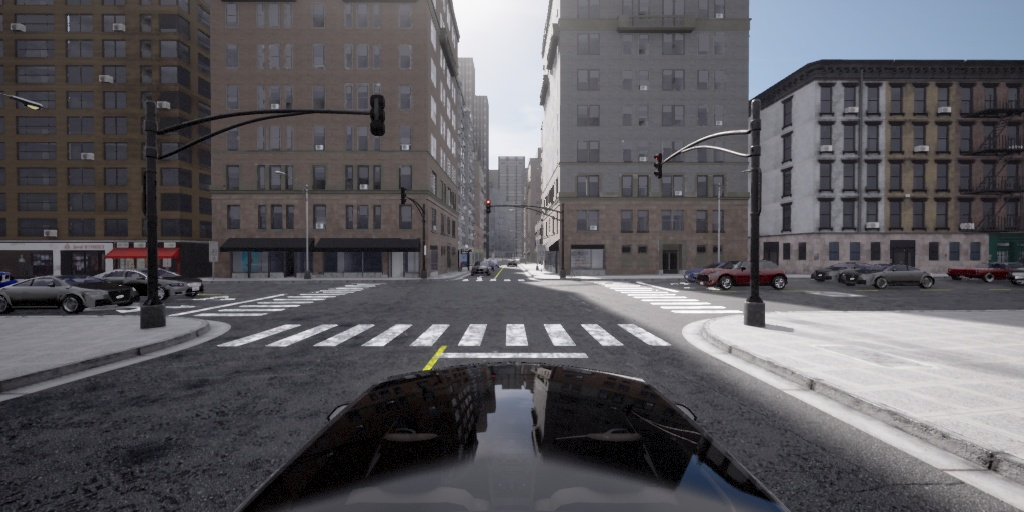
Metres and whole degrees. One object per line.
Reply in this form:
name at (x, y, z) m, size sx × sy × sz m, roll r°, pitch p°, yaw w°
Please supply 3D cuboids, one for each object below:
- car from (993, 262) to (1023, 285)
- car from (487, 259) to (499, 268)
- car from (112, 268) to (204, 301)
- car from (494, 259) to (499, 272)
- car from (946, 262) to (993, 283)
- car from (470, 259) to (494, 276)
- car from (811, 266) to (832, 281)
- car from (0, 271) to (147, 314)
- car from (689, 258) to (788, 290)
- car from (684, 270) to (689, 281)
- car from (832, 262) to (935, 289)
car at (32.383, 1.002, 21.148) m, size 4.902 × 1.511 × 2.128 m, roll 0°, pitch 1°, yaw 0°
car at (-3.121, 1.303, 60.319) m, size 1.812 × 1.442 × 4.674 m, roll 0°, pitch 0°, yaw 0°
car at (-17.799, 1.335, 17.453) m, size 4.902 × 1.511 × 2.128 m, roll 0°, pitch 1°, yaw 1°
car at (-3.124, 1.362, 47.013) m, size 1.895 × 1.301 × 4.718 m, roll 0°, pitch 0°, yaw 0°
car at (32.837, 1.073, 24.400) m, size 4.718 × 1.301 × 1.895 m, roll 0°, pitch 1°, yaw 0°
car at (-3.124, 1.260, 37.047) m, size 1.837 × 1.490 × 4.892 m, roll 0°, pitch 0°, yaw 0°
car at (22.917, 1.106, 24.365) m, size 4.181 × 1.385 × 1.994 m, roll 0°, pitch 1°, yaw -1°
car at (-17.529, 1.442, 14.194) m, size 4.181 × 1.385 × 1.994 m, roll 0°, pitch 1°, yaw 0°
car at (13.344, 0.994, 21.035) m, size 4.553 × 1.767 × 2.097 m, roll 0°, pitch 1°, yaw -1°
car at (14.170, 1.127, 24.311) m, size 4.674 × 1.442 × 1.812 m, roll 0°, pitch 1°, yaw 0°
car at (21.987, 1.148, 21.104) m, size 4.181 × 1.385 × 1.994 m, roll 0°, pitch 1°, yaw -1°
